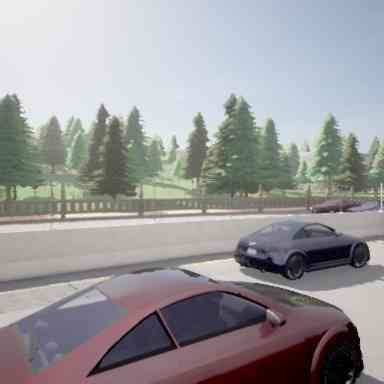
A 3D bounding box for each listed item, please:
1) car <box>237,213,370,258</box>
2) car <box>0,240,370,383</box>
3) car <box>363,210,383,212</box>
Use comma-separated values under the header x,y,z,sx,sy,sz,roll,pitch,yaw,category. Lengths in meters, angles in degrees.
x,y,z,sx,sy,sz,roll,pitch,yaw,category
3.301,1.529,9.808,4.181,1.385,1.994,0,0,-31,car
-0.033,1.553,3.592,4.181,1.385,1.994,0,0,-34,car
14.485,1.455,23.266,5.357,1.411,2.033,0,0,-22,car
